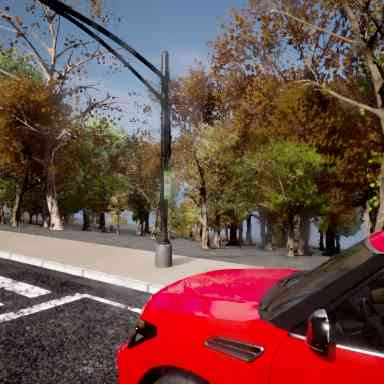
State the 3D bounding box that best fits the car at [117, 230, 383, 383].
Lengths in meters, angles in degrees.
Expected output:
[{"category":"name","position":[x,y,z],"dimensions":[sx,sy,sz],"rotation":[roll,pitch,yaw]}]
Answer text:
[{"category":"car","position":[1.997,1.222,2.289],"dimensions":[5.566,2.045,2.150],"rotation":[0,0,34]}]
